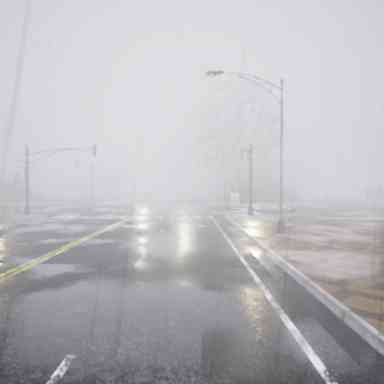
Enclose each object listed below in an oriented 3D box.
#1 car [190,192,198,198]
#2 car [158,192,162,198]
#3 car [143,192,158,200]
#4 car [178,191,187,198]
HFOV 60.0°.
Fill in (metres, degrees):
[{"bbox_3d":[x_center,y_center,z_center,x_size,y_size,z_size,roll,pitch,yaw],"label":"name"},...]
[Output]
[{"bbox_3d":[0.583,0.883,86.210,1.994,1.385,4.181,0,1,1],"label":"car"},{"bbox_3d":[-9.124,0.757,88.805,1.812,1.442,4.674,0,0,1],"label":"car"},{"bbox_3d":[-9.391,0.799,73.231,2.097,1.767,4.553,0,0,1],"label":"car"},{"bbox_3d":[-2.666,0.853,86.299,1.812,1.442,4.674,0,1,1],"label":"car"}]
